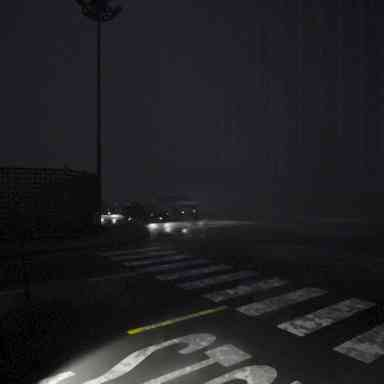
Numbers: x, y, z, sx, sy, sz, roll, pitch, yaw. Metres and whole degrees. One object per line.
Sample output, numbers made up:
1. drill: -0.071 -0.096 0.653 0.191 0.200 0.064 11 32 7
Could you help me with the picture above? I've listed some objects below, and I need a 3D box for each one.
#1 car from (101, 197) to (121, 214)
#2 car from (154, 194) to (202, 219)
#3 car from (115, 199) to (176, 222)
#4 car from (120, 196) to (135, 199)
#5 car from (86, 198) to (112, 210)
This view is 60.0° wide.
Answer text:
1. car: -9.136 1.507 33.310 1.994 1.385 4.181 0 0 -35
2. car: -1.448 1.165 28.587 2.150 2.045 5.566 0 0 -36
3. car: -3.770 1.490 25.821 2.033 1.411 5.357 0 0 -36
4. car: -7.033 1.295 36.378 2.097 1.767 4.553 0 0 -36
5. car: -12.211 1.507 43.605 1.994 1.385 4.181 0 0 -35
